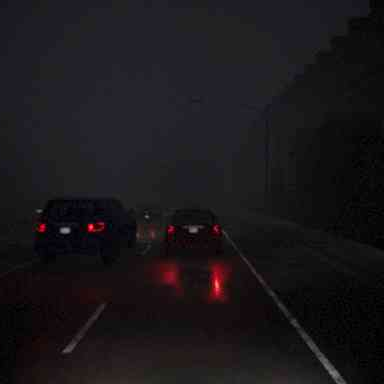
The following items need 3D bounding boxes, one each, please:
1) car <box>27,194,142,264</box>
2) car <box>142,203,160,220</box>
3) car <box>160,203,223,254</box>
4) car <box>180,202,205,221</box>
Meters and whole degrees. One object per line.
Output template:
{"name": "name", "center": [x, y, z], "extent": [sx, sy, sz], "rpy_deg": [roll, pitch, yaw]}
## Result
{"name": "car", "center": [-3.451, 1.207, 11.904], "extent": [2.150, 2.045, 5.566], "rpy_deg": [0, -1, 1]}
{"name": "car", "center": [-3.508, 1.586, 27.637], "extent": [1.895, 1.301, 4.718], "rpy_deg": [0, 0, -1]}
{"name": "car", "center": [0.069, 1.345, 13.583], "extent": [2.097, 1.767, 4.553], "rpy_deg": [0, 0, 0]}
{"name": "car", "center": [-0.013, 1.586, 27.638], "extent": [1.895, 1.301, 4.718], "rpy_deg": [0, 0, -1]}
